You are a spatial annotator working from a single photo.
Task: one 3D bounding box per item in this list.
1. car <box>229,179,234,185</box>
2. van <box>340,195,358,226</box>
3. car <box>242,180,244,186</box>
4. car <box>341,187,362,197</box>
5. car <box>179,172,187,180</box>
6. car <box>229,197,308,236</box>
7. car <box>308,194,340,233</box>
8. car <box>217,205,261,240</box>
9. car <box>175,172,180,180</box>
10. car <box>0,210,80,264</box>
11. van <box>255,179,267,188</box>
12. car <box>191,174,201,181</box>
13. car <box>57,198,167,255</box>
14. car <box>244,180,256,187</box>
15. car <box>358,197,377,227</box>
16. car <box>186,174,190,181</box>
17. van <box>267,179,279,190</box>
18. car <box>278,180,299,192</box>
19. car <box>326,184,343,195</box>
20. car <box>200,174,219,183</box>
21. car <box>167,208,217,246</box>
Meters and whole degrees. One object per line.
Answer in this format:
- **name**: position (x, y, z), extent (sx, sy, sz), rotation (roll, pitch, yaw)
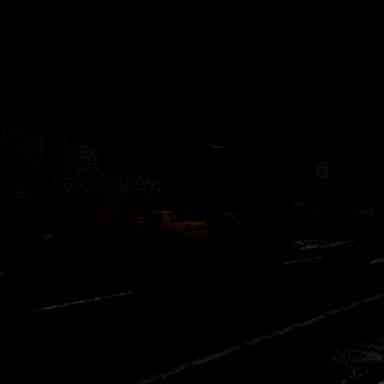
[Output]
- **car**: position (9.996, -2.196, 74.716), extent (2.002, 1.452, 4.674), rotation (7, 3, 35)
- **van**: position (8.317, 1.342, 22.260), extent (4.442, 1.987, 1.878), rotation (-1, -1, 35)
- **car**: position (11.742, -1.922, 72.257), extent (2.002, 1.452, 4.674), rotation (7, 3, 35)
- **car**: position (25.568, 0.257, 52.534), extent (2.002, 1.452, 4.674), rotation (7, 3, 35)
- **car**: position (-0.506, -3.964, 89.406), extent (2.185, 1.767, 4.553), rotation (4, 1, 33)
- **car**: position (3.271, 1.293, 18.876), extent (5.566, 2.045, 2.435), rotation (-1, -1, 35)
- **car**: position (5.782, 1.305, 20.585), extent (5.566, 2.045, 2.435), rotation (-1, -1, 35)
- **car**: position (0.846, 1.572, 17.114), extent (4.674, 1.452, 2.002), rotation (-1, -1, 35)
- **car**: position (-2.281, -4.241, 91.751), extent (2.435, 2.045, 5.566), rotation (1, -1, 34)
- **car**: position (-6.516, 1.526, 11.901), extent (4.792, 1.488, 2.163), rotation (-1, -1, 34)
- **van**: position (15.156, -1.643, 67.210), extent (1.878, 1.987, 4.442), rotation (7, 3, 35)
- **car**: position (3.026, -3.577, 84.476), extent (2.435, 2.045, 5.566), rotation (7, 3, 34)
- **car**: position (-4.073, 1.257, 13.651), extent (5.566, 2.045, 2.435), rotation (-1, -1, 34)
- **car**: position (13.577, -1.690, 69.939), extent (1.946, 1.575, 5.366), rotation (7, 3, 35)
- **car**: position (10.723, 1.456, 24.014), extent (4.553, 1.767, 2.185), rotation (-1, -1, 35)
- **car**: position (1.228, -3.729, 86.939), extent (2.185, 1.767, 4.553), rotation (6, 3, 34)
- **van**: position (16.889, -1.370, 64.742), extent (1.878, 1.987, 4.442), rotation (7, 3, 35)
- **car**: position (18.652, -0.871, 62.382), extent (2.231, 1.521, 4.892), rotation (7, 3, 35)
- **car**: position (23.874, -0.305, 55.004), extent (2.435, 2.045, 5.566), rotation (7, 3, 35)
- **car**: position (4.880, -3.054, 82.219), extent (1.946, 1.575, 5.366), rotation (7, 3, 34)
- **car**: position (-1.757, 1.519, 15.482), extent (5.366, 1.575, 1.946), rotation (-1, -1, 34)
